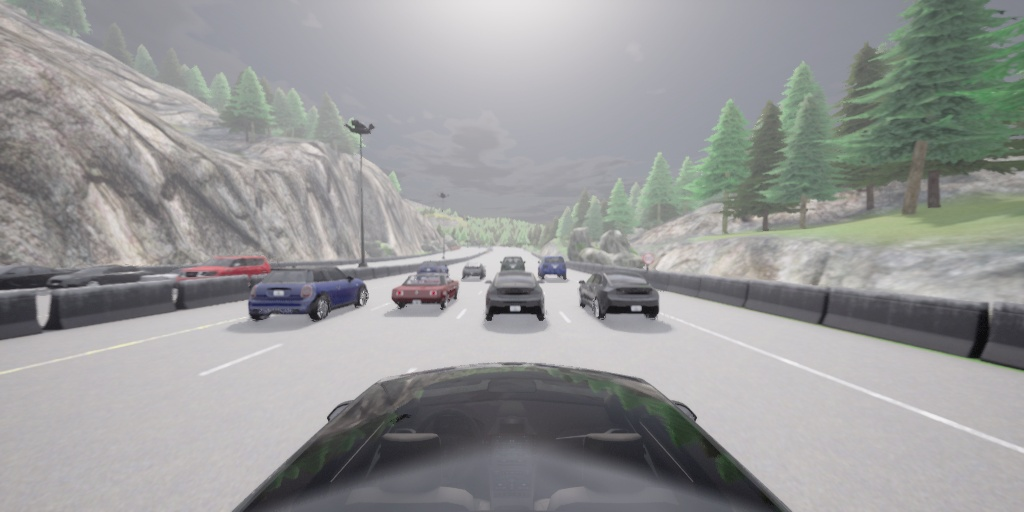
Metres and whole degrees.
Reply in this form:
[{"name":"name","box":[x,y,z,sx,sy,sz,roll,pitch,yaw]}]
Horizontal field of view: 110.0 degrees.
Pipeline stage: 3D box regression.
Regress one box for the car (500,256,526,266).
[{"name":"car","box":[0.083,1.029,32.486,2.150,2.045,5.566,0,0,0]}]

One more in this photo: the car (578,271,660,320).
[{"name":"car","box":[3.595,1.277,12.791,1.837,1.490,4.892,0,0,0]}]

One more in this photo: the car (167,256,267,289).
[{"name":"car","box":[-17.572,1.018,22.324,2.150,2.045,5.566,0,0,0]}]

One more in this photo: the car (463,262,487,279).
[{"name":"car","box":[-3.417,1.300,32.929,2.128,1.511,4.902,0,0,0]}]

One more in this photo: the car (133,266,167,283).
[{"name":"car","box":[-21.064,1.397,23.336,1.895,1.301,4.718,0,0,0]}]

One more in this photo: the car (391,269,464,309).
[{"name":"car","box":[-3.407,1.378,15.091,1.895,1.301,4.718,0,0,0]}]

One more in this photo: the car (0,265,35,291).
[{"name":"car","box":[-28.082,1.268,20.130,1.882,1.535,5.008,0,0,0]}]

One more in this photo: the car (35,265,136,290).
[{"name":"car","box":[-24.573,1.301,21.735,1.837,1.490,4.892,0,-1,0]}]

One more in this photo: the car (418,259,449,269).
[{"name":"car","box":[-6.917,1.161,31.824,2.097,1.767,4.553,0,0,0]}]

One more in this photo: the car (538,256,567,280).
[{"name":"car","box":[3.583,1.029,32.550,2.150,2.045,5.566,0,0,0]}]

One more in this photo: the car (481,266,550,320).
[{"name":"car","box":[0.095,1.277,12.751,1.837,1.490,4.892,0,0,0]}]

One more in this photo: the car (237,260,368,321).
[{"name":"car","box":[-6.905,1.125,12.743,2.097,1.767,4.553,0,0,0]}]
